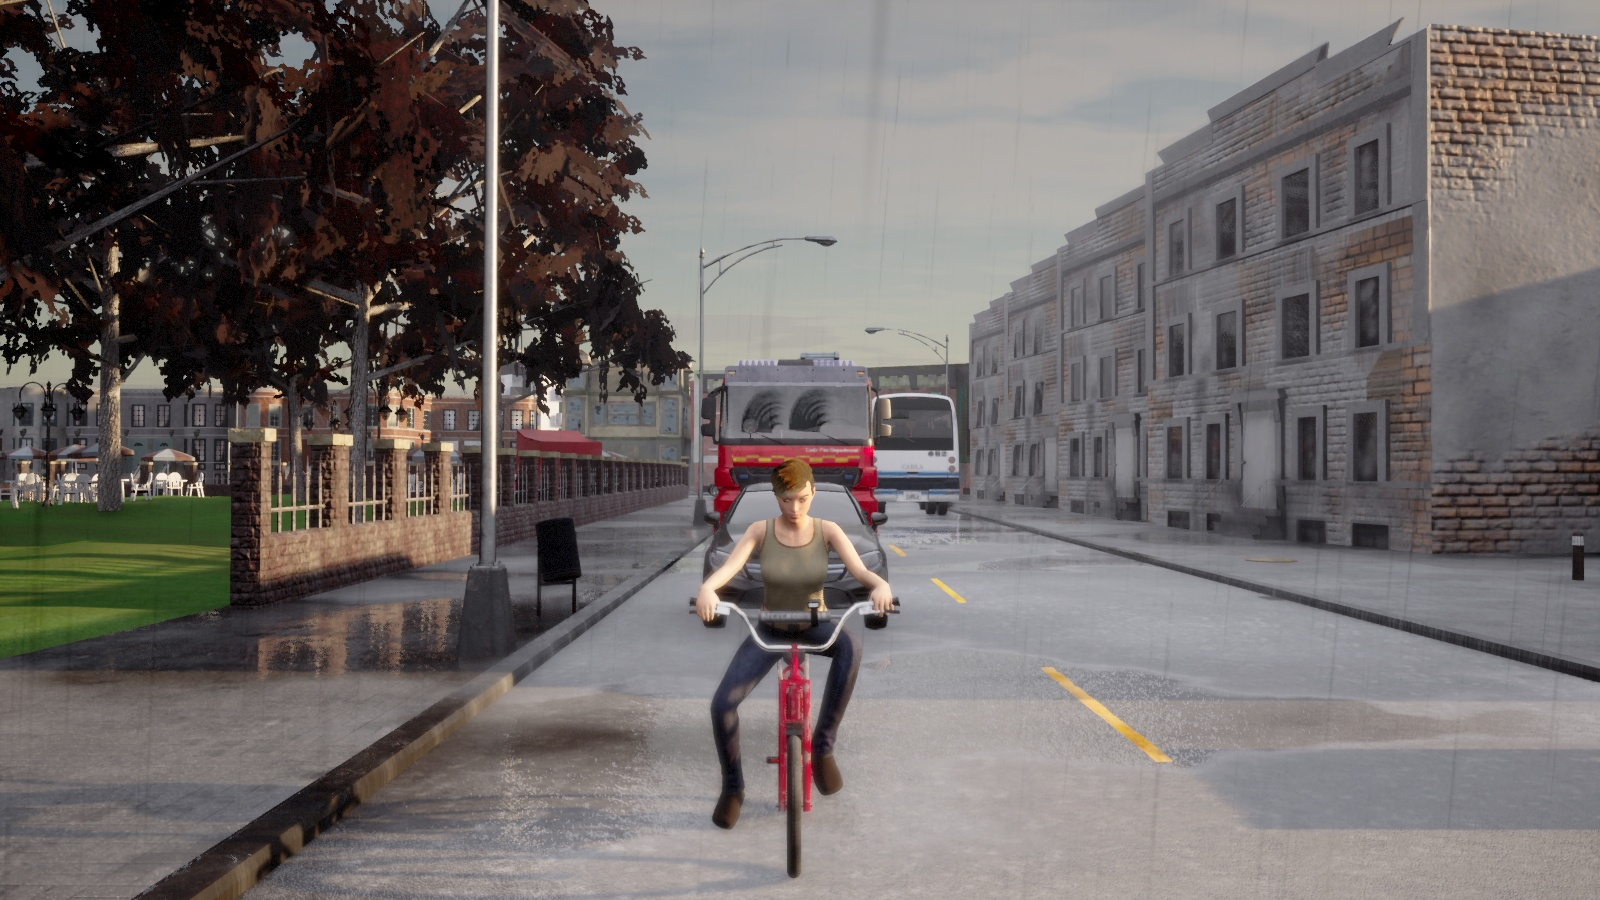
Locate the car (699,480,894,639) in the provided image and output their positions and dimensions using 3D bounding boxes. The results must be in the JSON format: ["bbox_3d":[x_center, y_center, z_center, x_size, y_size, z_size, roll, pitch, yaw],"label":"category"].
[{"bbox_3d":[-0.041,1.076,14.025,1.812,1.442,4.674,0,-1,0],"label":"car"}]

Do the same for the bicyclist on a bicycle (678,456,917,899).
[{"bbox_3d":[-0.018,0.841,5.330,0.866,1.612,1.509,0,-1,-1],"label":"bicyclist on a bicycle"}]

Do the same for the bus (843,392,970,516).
[{"bbox_3d":[3.818,0.229,48.149,3.944,4.253,10.273,0,-1,0],"label":"bus"}]

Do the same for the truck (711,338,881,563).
[{"bbox_3d":[-0.086,0.079,25.617,2.891,3.827,8.468,0,-1,0],"label":"truck"}]
